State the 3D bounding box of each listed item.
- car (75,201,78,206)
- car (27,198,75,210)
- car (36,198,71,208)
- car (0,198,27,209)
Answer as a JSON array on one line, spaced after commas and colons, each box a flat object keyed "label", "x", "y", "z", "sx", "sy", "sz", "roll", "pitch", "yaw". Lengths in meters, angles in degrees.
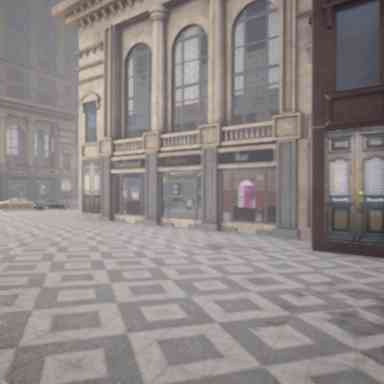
[{"label": "car", "x": -17.311, "y": 1.594, "z": 53.540, "sx": 1.752, "sy": 1.417, "sz": 4.829, "roll": -1, "pitch": -1, "yaw": 36}, {"label": "car", "x": -16.747, "y": 1.532, "z": 39.711, "sx": 1.947, "sy": 1.339, "sz": 4.313, "roll": -1, "pitch": -1, "yaw": 36}, {"label": "car", "x": -20.444, "y": 1.566, "z": 49.177, "sx": 1.947, "sy": 1.339, "sz": 4.313, "roll": -1, "pitch": -1, "yaw": 36}, {"label": "car", "x": -23.775, "y": 1.450, "z": 44.540, "sx": 1.752, "sy": 1.417, "sz": 4.829, "roll": -1, "pitch": -1, "yaw": 36}]
